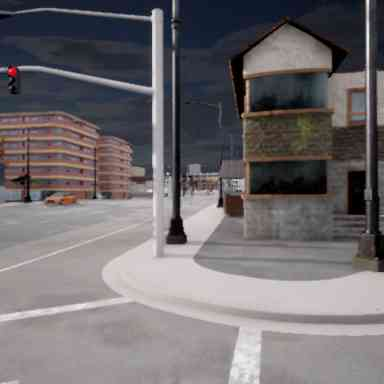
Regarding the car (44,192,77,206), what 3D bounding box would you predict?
[{"bbox_3d":[-16.006,0.792,40.660,2.097,1.767,4.553,0,1,10],"label":"car"}]
